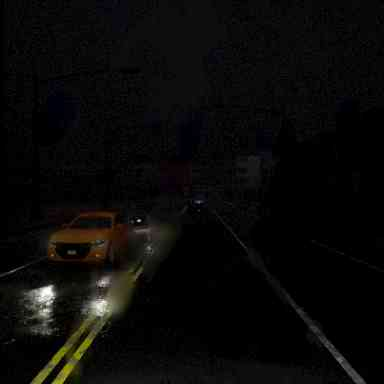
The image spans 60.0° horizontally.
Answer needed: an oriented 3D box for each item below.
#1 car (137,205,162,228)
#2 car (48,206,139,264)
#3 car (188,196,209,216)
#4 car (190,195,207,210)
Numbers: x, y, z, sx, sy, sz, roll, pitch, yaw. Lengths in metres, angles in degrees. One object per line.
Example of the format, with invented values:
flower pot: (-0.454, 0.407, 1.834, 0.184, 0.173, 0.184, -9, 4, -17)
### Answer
car: (-3.146, 1.564, 22.098, 1.994, 1.385, 4.181, 0, 0, 2)
car: (-3.398, 1.478, 12.028, 1.882, 1.535, 5.008, 0, 0, 1)
car: (0.671, 1.491, 32.548, 2.128, 1.511, 4.902, 0, 0, 1)
car: (0.853, 1.352, 43.013, 2.097, 1.767, 4.553, 0, 0, 1)
